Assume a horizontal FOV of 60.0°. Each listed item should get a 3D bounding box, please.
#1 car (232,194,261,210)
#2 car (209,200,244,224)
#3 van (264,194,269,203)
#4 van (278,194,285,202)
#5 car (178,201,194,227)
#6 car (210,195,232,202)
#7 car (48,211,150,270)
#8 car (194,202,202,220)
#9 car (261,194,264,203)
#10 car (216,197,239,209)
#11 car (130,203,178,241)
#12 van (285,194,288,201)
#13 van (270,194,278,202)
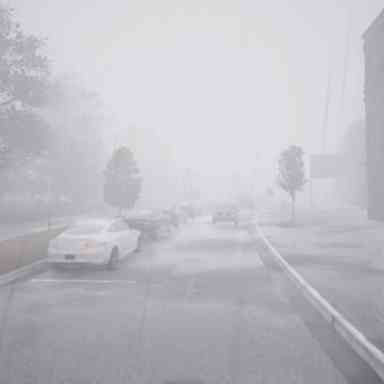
[{"bbox_3d":[7.144,1.277,43.173,2.150,2.045,5.566,-1,0,18],"label":"car"},{"bbox_3d":[2.604,1.589,24.853,2.033,1.411,5.357,0,0,10],"label":"car"},{"bbox_3d":[14.476,1.410,70.555,1.878,1.987,4.442,-4,-1,26],"label":"van"},{"bbox_3d":[20.119,1.463,80.211,1.878,1.987,4.442,-4,-1,31],"label":"van"},{"bbox_3d":[-1.554,1.548,22.956,2.231,1.521,4.892,-1,0,10],"label":"car"},{"bbox_3d":[3.594,1.587,44.713,2.231,1.521,4.892,-4,-1,19],"label":"car"},{"bbox_3d":[-3.010,1.572,11.103,2.002,1.452,4.674,-1,0,6],"label":"car"},{"bbox_3d":[-0.395,1.554,29.177,2.097,1.535,5.008,-1,0,12],"label":"car"},{"bbox_3d":[11.979,1.613,65.633,1.946,1.575,5.366,-4,-1,27],"label":"car"},{"bbox_3d":[5.386,1.593,50.010,2.231,1.521,4.892,-4,-1,19],"label":"car"},{"bbox_3d":[-2.345,1.552,17.302,2.097,1.535,5.008,-1,0,8],"label":"car"},{"bbox_3d":[23.172,1.497,84.882,1.878,1.987,4.442,-4,-1,32],"label":"van"},{"bbox_3d":[17.215,1.434,75.433,1.878,1.987,4.442,-4,-1,31],"label":"van"}]
